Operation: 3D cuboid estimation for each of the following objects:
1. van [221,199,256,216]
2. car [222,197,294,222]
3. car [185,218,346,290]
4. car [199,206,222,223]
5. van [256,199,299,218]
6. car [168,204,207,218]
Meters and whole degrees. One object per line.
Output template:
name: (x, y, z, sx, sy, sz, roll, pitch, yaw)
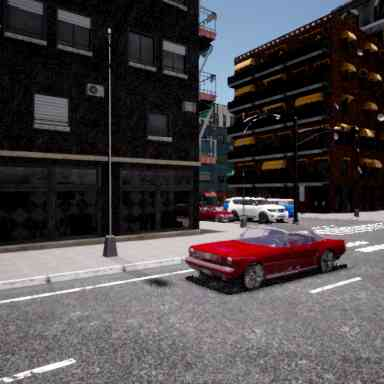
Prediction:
van: (5.244, 1.676, 38.088, 1.690, 1.788, 3.998, -1, 0, -36)
car: (5.389, 1.471, 28.115, 2.150, 2.045, 5.566, 0, -1, -36)
car: (2.153, 1.600, 9.209, 4.718, 1.301, 1.895, 0, 0, -35)
car: (1.813, 1.874, 28.657, 1.802, 1.307, 4.206, -1, 0, -36)
van: (8.556, 1.602, 33.570, 1.690, 1.788, 3.998, -1, 0, -36)
car: (-0.558, 1.982, 36.227, 1.895, 1.301, 4.718, 0, -1, -36)
